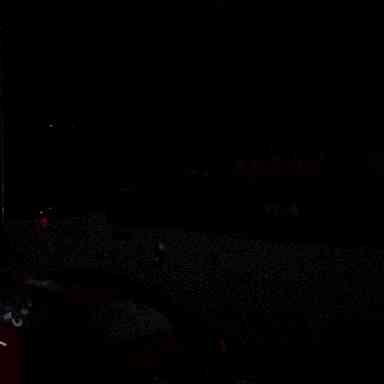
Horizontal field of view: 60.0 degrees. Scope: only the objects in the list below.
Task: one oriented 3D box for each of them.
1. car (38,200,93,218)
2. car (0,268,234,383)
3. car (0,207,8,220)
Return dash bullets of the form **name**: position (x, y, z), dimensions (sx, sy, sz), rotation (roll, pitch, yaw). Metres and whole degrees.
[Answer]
- **car**: position (-10.642, 1.398, 28.328), dimensions (1.812, 1.442, 4.674), rotation (-2, 0, 36)
- **car**: position (-1.543, 1.591, 3.921), dimensions (4.206, 1.307, 1.802), rotation (0, -1, 35)
- **car**: position (-16.434, 1.550, 25.315), dimensions (1.994, 1.385, 4.181), rotation (-2, 0, 36)
